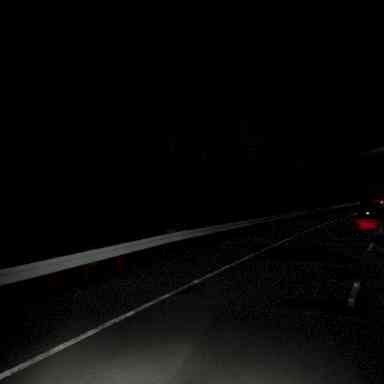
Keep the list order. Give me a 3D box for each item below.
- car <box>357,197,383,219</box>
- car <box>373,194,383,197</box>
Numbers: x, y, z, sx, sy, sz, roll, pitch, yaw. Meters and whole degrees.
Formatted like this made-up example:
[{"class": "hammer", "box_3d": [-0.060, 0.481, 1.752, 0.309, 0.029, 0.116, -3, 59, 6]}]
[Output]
[{"class": "car", "box_3d": [16.006, 1.505, 29.643, 1.837, 1.490, 4.892, 0, 0, 35]}, {"class": "car", "box_3d": [22.049, 1.221, 38.187, 2.150, 2.045, 5.566, 0, 0, 35]}]
